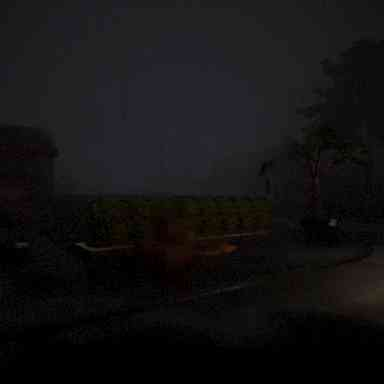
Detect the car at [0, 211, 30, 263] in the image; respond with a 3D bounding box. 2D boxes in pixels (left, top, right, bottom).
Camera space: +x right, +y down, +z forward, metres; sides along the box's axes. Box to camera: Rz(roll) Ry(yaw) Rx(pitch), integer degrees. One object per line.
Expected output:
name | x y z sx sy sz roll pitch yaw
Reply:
car | -6.548 1.356 10.726 2.033 1.415 5.357 0 0 -33
